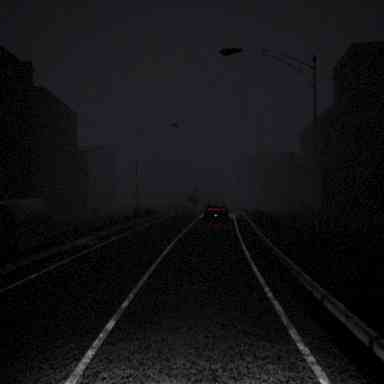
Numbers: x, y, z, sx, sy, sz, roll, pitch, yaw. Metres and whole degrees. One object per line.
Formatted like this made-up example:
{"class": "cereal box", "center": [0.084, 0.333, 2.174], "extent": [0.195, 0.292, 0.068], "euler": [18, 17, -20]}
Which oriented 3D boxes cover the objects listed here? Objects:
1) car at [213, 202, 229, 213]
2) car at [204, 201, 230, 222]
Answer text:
{"class": "car", "center": [3.721, 1.988, 42.911], "extent": [1.895, 1.301, 4.718], "euler": [0, -3, 5]}
{"class": "car", "center": [1.956, 1.467, 26.095], "extent": [2.128, 1.511, 4.902], "euler": [0, 0, 6]}
